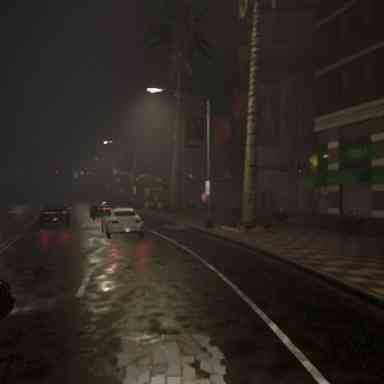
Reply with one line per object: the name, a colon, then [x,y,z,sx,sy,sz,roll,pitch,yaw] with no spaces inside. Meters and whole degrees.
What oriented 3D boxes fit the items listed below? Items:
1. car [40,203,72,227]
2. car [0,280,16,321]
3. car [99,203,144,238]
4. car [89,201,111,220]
car: [-9.431,1.527,23.140,2.128,1.511,4.902,0,0,-20]
car: [-3.692,1.562,3.137,2.033,1.411,5.357,0,0,-5]
car: [-3.744,1.538,17.715,1.812,1.442,4.674,0,0,-19]
car: [-7.638,1.519,28.313,2.128,1.511,4.902,0,0,-21]
